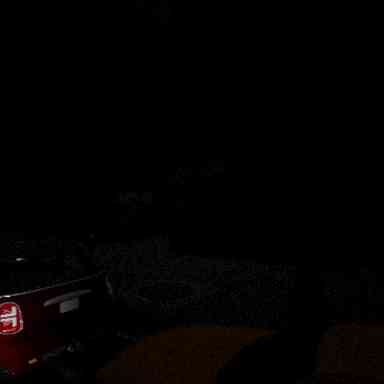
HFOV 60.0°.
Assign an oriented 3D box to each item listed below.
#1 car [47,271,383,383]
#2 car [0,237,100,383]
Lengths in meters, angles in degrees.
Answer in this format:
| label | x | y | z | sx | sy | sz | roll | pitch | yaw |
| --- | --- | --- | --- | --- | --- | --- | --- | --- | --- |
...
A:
| label | x | y | z | sx | sy | sz | roll | pitch | yaw |
| --- | --- | --- | --- | --- | --- | --- | --- | --- | --- |
| car | 1.241 | 1.526 | 2.196 | 4.829 | 1.417 | 1.752 | 0 | 0 | 36 |
| car | -3.116 | 1.453 | 5.307 | 4.097 | 1.590 | 1.967 | 0 | 0 | 36 |
